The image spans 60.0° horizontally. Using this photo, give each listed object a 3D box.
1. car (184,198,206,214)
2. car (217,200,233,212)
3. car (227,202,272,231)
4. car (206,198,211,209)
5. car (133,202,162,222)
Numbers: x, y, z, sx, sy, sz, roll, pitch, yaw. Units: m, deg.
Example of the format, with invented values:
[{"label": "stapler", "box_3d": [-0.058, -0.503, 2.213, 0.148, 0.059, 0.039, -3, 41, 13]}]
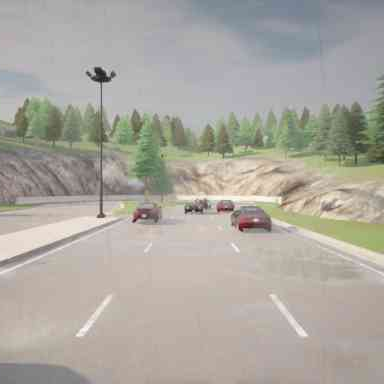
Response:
[{"label": "car", "box_3d": [0.251, 1.601, 35.369, 1.895, 1.301, 4.718, 0, 0, 2]}, {"label": "car", "box_3d": [3.923, 1.564, 38.653, 1.994, 1.385, 4.181, 0, 0, 4]}, {"label": "car", "box_3d": [3.592, 1.564, 20.690, 1.994, 1.385, 4.181, 0, 0, 0]}, {"label": "car", "box_3d": [1.387, 1.491, 44.568, 2.128, 1.511, 4.902, 0, 0, 12]}, {"label": "car", "box_3d": [-3.407, 1.526, 25.903, 1.812, 1.442, 4.674, 0, 0, 0]}]
